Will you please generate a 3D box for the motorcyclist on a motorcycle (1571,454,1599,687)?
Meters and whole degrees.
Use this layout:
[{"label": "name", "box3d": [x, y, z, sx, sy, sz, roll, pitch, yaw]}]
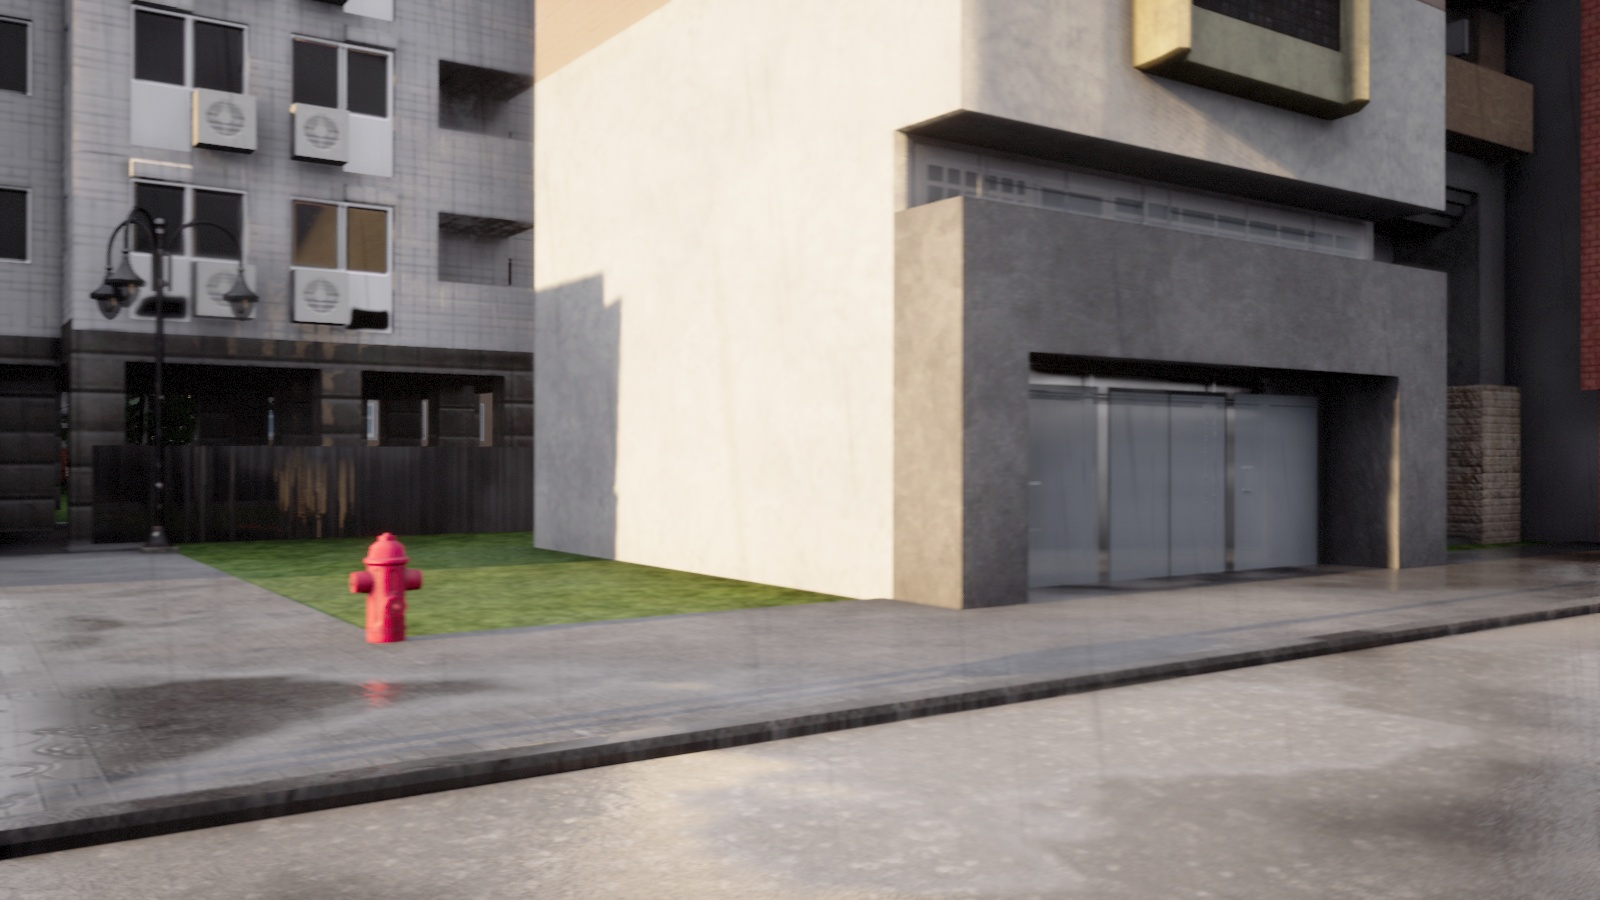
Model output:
[{"label": "motorcyclist on a motorcycle", "box3d": [6.299, 0.788, 8.654, 2.191, 1.530, 0.866, 0, 0, -35]}]
